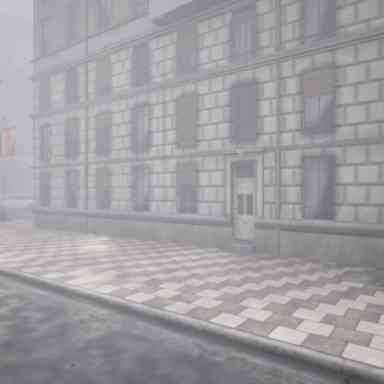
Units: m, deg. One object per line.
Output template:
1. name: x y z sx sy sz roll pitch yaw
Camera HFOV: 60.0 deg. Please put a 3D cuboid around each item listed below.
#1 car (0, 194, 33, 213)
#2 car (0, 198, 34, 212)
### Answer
1. car: -19.441 1.221 35.746 2.150 2.045 5.566 0 0 36
2. car: -21.419 1.504 38.954 1.837 1.490 4.892 0 0 36
